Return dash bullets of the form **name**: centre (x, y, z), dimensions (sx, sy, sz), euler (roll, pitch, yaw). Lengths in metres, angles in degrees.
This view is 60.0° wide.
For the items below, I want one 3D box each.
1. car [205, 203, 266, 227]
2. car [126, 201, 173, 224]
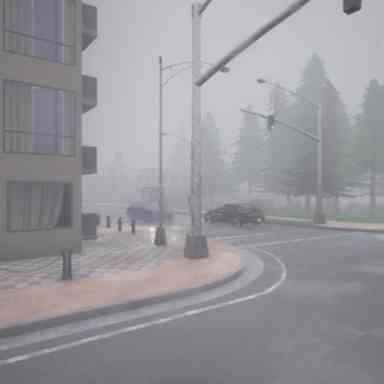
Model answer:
- **car**: centre (2.785, 1.508, 22.637), dimensions (1.837, 1.490, 4.892), euler (0, -1, -35)
- **car**: centre (-3.243, 1.471, 25.001), dimensions (1.882, 1.535, 5.008), euler (0, 0, -35)
